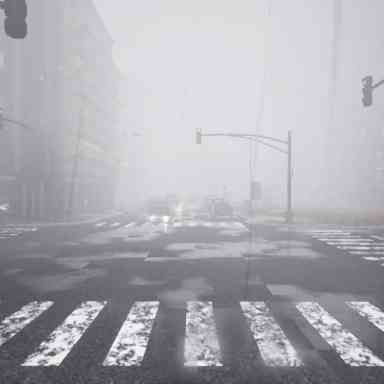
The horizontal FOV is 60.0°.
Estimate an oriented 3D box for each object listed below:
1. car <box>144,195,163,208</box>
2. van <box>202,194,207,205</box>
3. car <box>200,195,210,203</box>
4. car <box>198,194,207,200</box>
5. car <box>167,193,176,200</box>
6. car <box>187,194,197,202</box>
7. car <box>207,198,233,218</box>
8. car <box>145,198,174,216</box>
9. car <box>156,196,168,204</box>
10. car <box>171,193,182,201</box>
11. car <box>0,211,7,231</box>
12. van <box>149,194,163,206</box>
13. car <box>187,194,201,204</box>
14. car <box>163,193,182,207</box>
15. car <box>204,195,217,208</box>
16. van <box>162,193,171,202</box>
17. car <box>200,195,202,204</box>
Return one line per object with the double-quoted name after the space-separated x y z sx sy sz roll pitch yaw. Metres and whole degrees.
-5.679 1.520 46.877 1.947 1.339 4.313 -1 0 0 "car"
2.665 1.295 46.906 1.690 1.788 3.998 -1 0 0 "van"
2.683 1.353 69.490 1.967 1.590 4.097 -1 0 0 "car"
2.721 1.313 86.427 1.967 1.590 4.097 -1 0 0 "car"
-5.662 1.173 92.047 2.192 1.841 5.009 -1 0 0 "car"
0.061 1.264 70.995 2.097 1.767 4.553 0 0 0 "car"
2.660 1.522 29.969 1.887 1.381 4.507 -1 0 0 "car"
-3.085 1.538 32.398 1.994 1.385 4.181 0 0 0 "car"
-5.672 1.470 63.814 1.887 1.381 4.507 -1 0 0 "car"
-2.970 1.015 65.081 1.882 1.535 5.008 0 0 0 "car"
-11.730 1.274 16.205 4.553 1.767 2.097 0 0 -9 "car"
-5.680 1.286 52.523 1.690 1.788 3.998 -1 0 0 "van"
0.129 1.479 60.369 2.033 1.411 5.357 0 0 0 "car"
-3.071 1.175 49.769 2.150 2.045 5.566 0 0 0 "car"
2.661 1.410 35.614 1.967 1.590 4.097 -1 0 0 "car"
-5.669 1.242 75.108 1.690 1.788 3.998 -1 0 0 "van"
2.670 1.490 52.552 1.887 1.381 4.507 -1 0 0 "car"
